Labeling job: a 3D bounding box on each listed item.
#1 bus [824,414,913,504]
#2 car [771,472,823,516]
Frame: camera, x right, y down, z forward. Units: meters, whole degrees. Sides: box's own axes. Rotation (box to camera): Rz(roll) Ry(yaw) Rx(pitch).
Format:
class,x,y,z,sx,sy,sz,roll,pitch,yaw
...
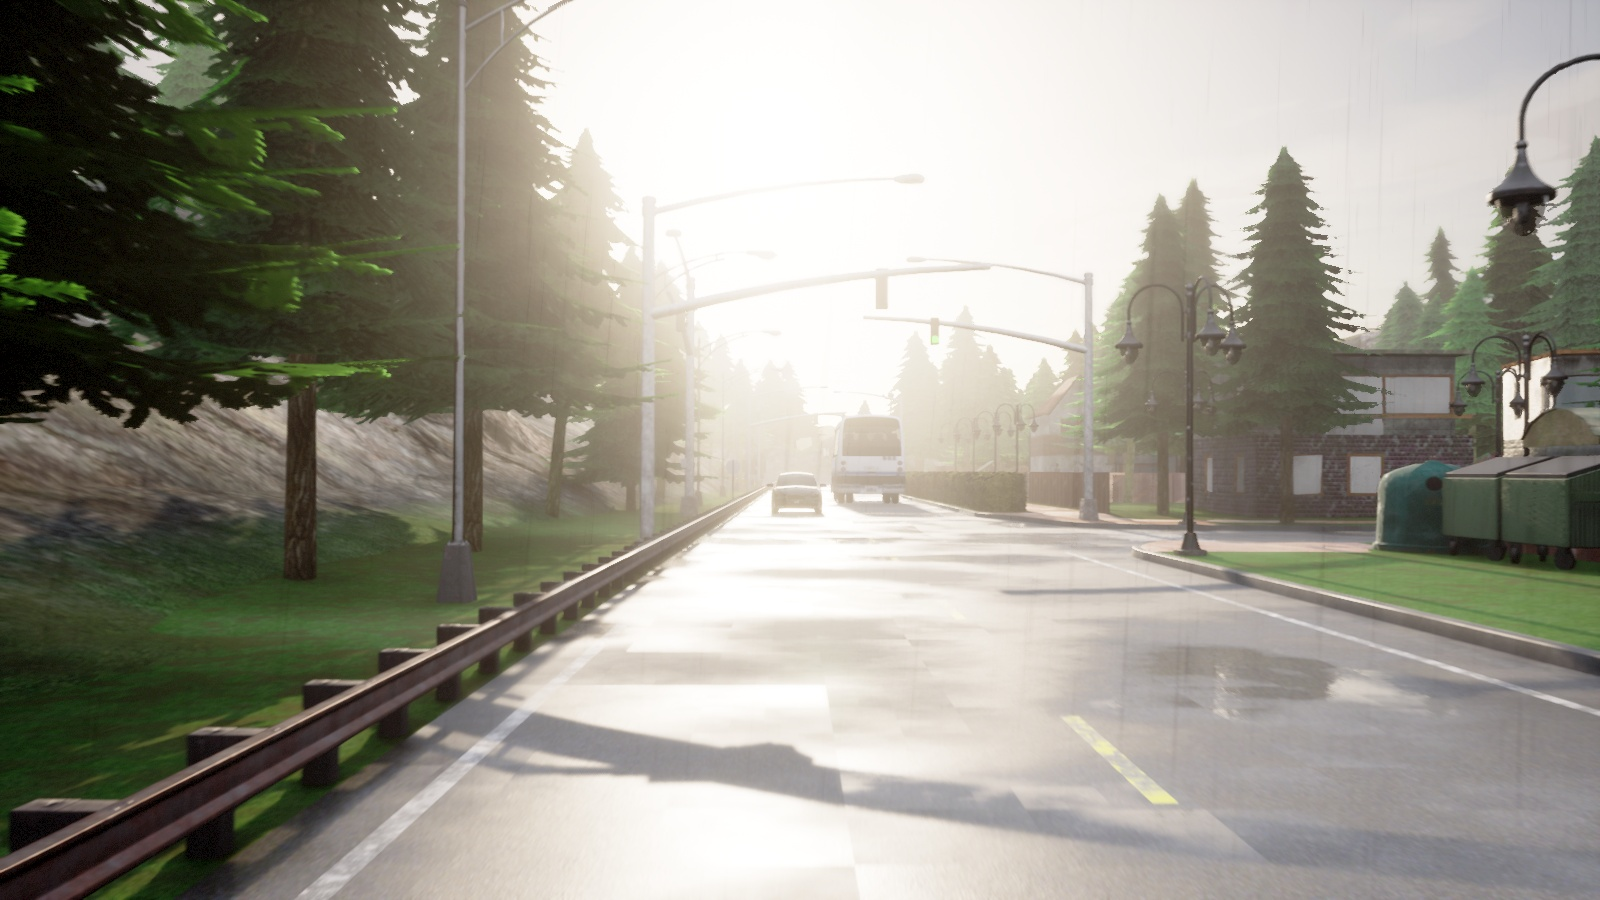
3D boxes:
class,x,y,z,sx,sy,sz,roll,pitch,yaw
bus,3.340,0.503,64.424,3.944,4.253,10.273,0,-1,0
car,-0.115,1.607,47.186,1.837,1.490,4.892,0,0,0
